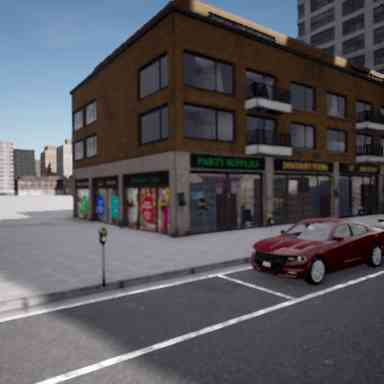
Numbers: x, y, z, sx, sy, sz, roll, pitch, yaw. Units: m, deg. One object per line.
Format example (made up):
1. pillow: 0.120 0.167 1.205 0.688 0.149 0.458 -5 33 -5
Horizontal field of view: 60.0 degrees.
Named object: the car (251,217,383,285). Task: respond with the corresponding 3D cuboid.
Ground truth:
1. car: 3.580 1.414 9.131 4.507 1.381 1.887 -1 1 -36
